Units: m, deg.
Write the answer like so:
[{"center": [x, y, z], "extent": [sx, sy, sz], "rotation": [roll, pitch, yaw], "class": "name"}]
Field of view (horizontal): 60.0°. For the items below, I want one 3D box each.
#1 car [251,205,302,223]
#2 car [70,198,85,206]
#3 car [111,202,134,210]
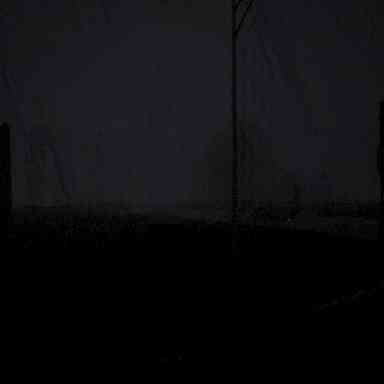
[{"center": [6.847, 1.754, 27.381], "extent": [1.994, 1.385, 4.181], "rotation": [-2, 1, -36], "class": "car"}, {"center": [-24.505, 2.117, 71.138], "extent": [2.097, 1.767, 4.553], "rotation": [-2, 0, -36], "class": "car"}, {"center": [-10.884, 2.173, 52.134], "extent": [1.895, 1.301, 4.718], "rotation": [-2, 0, -36], "class": "car"}]
